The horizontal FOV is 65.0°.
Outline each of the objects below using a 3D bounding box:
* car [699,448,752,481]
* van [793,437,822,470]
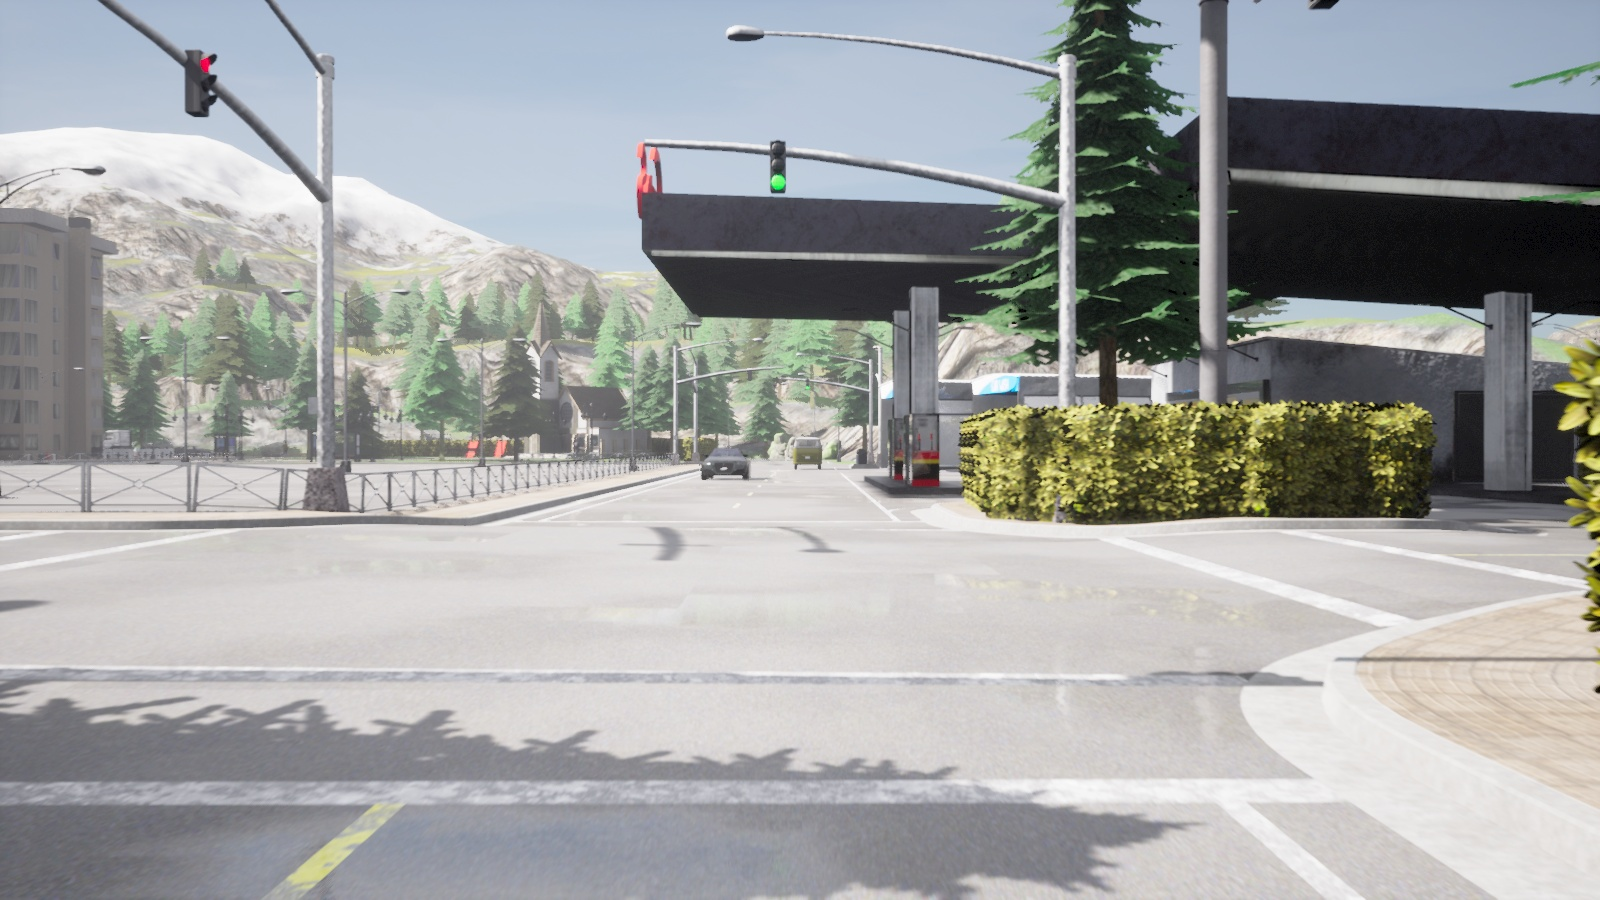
[{"bbox_3d":[-3.166,0.590,54.125,1.994,1.385,4.181,0,0,0],"label":"car"},{"bbox_3d":[0.472,0.189,77.561,1.775,1.987,4.442,0,0,0],"label":"van"}]
